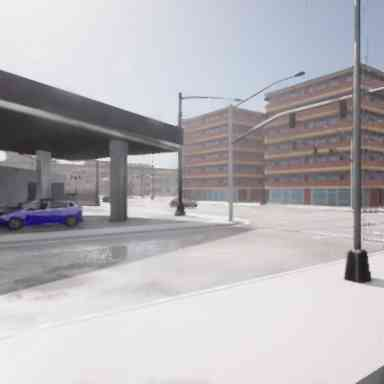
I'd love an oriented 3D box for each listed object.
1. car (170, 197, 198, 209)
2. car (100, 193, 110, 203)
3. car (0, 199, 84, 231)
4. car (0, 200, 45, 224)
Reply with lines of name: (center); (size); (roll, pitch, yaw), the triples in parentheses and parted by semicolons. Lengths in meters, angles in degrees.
car: (-1.158, 1.384, 43.107); (1.812, 1.442, 4.674); (0, 0, -36)
car: (-14.853, 1.157, 61.903); (2.097, 1.767, 4.553); (0, 0, -36)
car: (-8.758, 1.238, 19.359); (4.611, 1.667, 2.242); (0, 0, -35)
car: (-12.702, 1.388, 23.605); (3.806, 1.475, 1.970); (0, 0, -35)
